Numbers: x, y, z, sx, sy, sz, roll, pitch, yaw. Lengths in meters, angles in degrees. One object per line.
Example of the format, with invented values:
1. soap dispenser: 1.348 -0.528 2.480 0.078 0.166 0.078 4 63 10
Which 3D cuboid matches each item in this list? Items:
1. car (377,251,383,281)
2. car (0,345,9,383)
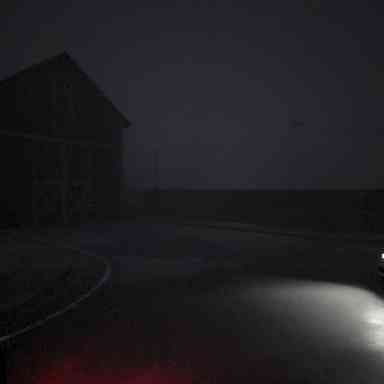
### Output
1. car: 6.385 1.403 7.873 4.674 1.442 1.812 0 1 -31
2. car: -3.692 1.486 1.618 4.892 1.490 1.837 0 1 -32
